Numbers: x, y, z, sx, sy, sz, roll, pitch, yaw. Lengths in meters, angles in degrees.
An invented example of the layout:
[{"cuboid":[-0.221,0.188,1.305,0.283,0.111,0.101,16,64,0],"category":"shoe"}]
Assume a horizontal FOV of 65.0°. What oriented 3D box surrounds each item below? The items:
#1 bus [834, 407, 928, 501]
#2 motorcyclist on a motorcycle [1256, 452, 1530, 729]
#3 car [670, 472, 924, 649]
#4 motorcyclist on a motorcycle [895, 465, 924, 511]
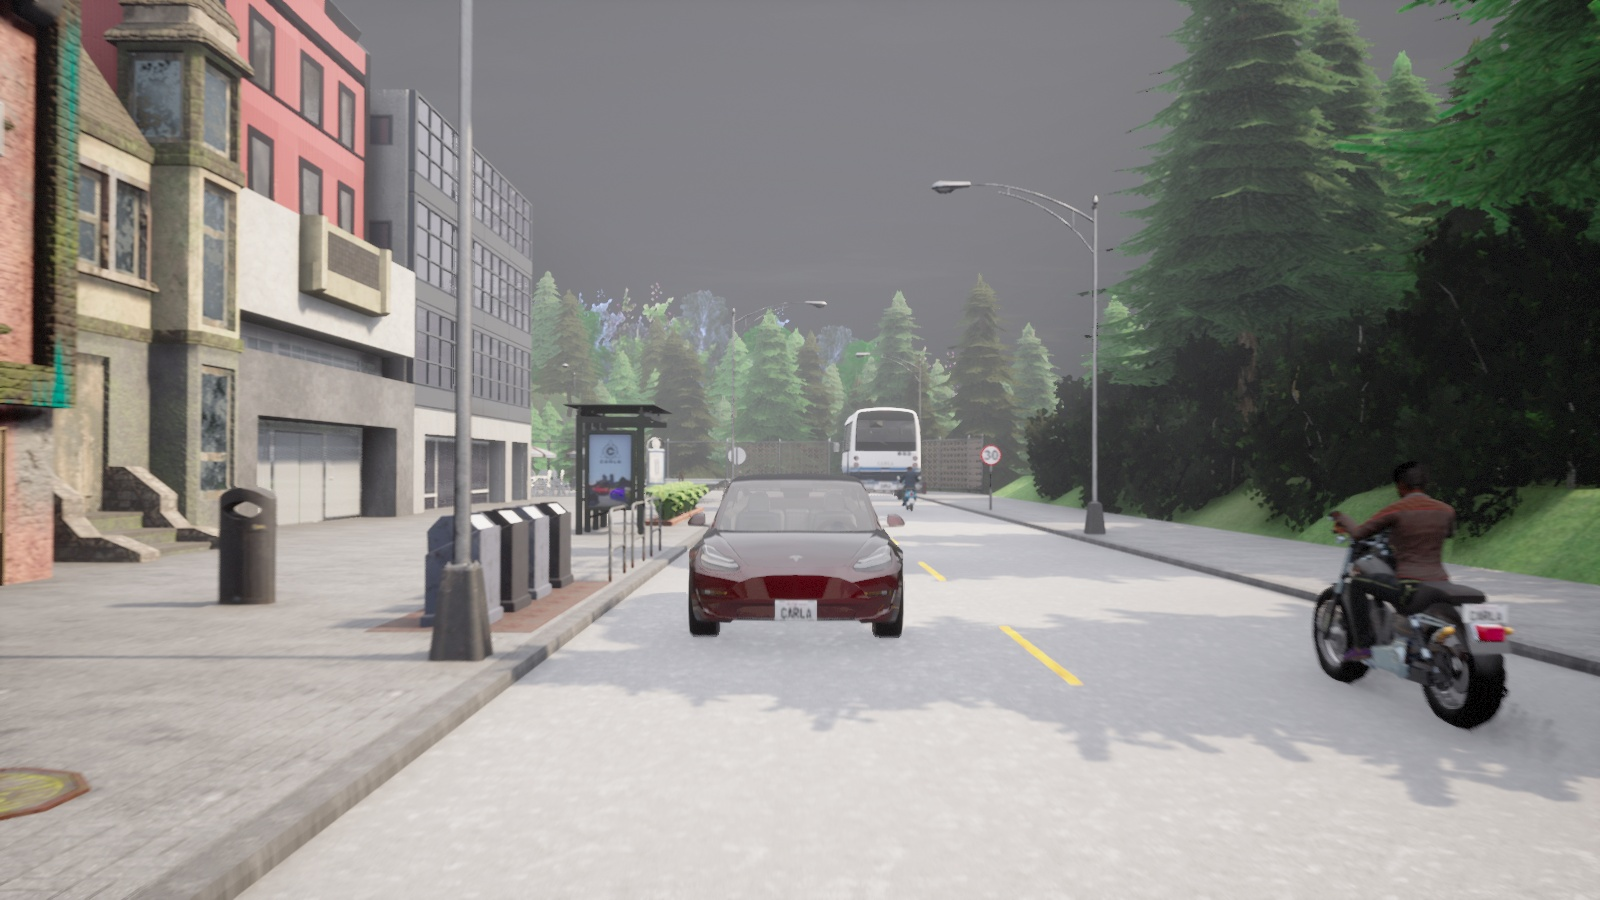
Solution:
[{"cuboid":[3.835,0.236,62.346,3.944,4.253,10.273,0,-1,0],"category":"bus"},{"cuboid":[3.979,0.857,8.699,0.766,1.649,2.350,0,-1,0],"category":"motorcyclist on a motorcycle"},{"cuboid":[-0.031,0.981,13.110,2.163,1.488,4.792,0,-1,0],"category":"car"},{"cuboid":[3.893,1.335,44.763,0.866,1.590,1.817,0,-1,0],"category":"motorcyclist on a motorcycle"}]
